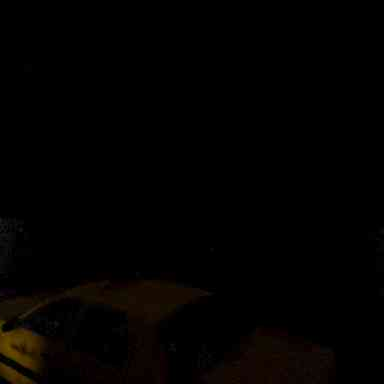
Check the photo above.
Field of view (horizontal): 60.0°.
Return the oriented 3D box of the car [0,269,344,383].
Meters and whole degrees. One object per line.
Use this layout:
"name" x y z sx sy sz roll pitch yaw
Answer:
"car" -0.916 1.553 3.725 4.829 1.417 1.752 -1 0 35
